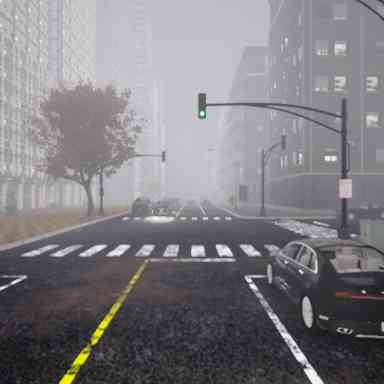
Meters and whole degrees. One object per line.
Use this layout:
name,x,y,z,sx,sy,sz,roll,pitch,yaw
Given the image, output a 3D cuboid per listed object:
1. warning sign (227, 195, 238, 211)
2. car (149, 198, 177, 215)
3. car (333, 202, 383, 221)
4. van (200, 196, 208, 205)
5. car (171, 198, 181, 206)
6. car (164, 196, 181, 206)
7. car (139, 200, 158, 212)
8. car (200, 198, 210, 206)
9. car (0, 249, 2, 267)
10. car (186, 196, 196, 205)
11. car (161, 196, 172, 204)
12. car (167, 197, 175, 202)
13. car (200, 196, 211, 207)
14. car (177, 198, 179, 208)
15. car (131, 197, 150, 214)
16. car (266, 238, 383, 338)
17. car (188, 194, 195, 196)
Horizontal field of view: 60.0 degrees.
warning sign,4.996,1.366,41.168,1.300,1.860,1.060,0,0,0
car,-3.164,1.714,36.839,2.128,1.511,4.902,0,0,0
car,13.379,1.494,26.075,4.403,1.369,2.008,-1,1,-1
van,2.561,1.800,72.175,1.690,1.788,3.998,0,0,0
car,-3.144,1.898,66.647,1.882,1.535,5.008,0,0,0
car,-3.184,1.826,56.161,1.882,1.535,5.008,0,0,0
car,-5.771,1.839,44.545,1.947,1.339,4.313,0,0,0
car,2.571,1.946,66.820,1.752,1.417,4.829,0,0,0
car,-5.703,1.583,6.634,1.887,1.381,4.507,0,0,0
car,-0.121,1.979,68.353,2.033,1.411,5.357,0,0,0
car,-5.829,1.814,77.682,2.192,1.841,5.009,0,0,0
car,-5.858,2.174,94.249,2.008,1.369,4.403,0,0,0
car,2.581,1.948,61.127,1.947,1.339,4.313,0,0,0
car,-3.179,1.883,46.074,1.895,1.301,4.718,0,0,0
car,-5.761,1.552,39.023,2.192,1.841,5.009,0,0,0
car,2.677,1.589,6.649,2.008,1.369,4.403,0,0,0
car,-0.139,1.582,78.808,2.150,2.045,5.566,0,0,0
